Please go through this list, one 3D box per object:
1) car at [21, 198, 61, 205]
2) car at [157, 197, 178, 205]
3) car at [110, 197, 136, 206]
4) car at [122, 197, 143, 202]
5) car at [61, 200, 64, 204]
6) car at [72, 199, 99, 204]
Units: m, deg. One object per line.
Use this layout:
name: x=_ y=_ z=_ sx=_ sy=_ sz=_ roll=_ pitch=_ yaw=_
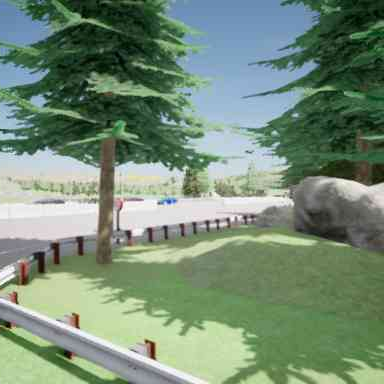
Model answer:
car: x=-21.463 y=1.851 z=46.819 sx=1.895 sy=1.301 sz=4.718 roll=0 pitch=0 yaw=36
car: x=-4.722 y=1.765 z=63.901 sx=1.882 sy=1.535 sz=5.008 roll=0 pitch=0 yaw=36
car: x=-13.217 y=1.731 z=64.121 sx=1.882 sy=1.535 sz=5.008 roll=0 pitch=1 yaw=37
car: x=-11.144 y=1.727 z=61.048 sx=1.882 sy=1.535 sz=5.008 roll=0 pitch=0 yaw=36
car: x=-22.295 y=1.747 z=51.614 sx=2.128 sy=1.511 sz=4.902 roll=0 pitch=0 yaw=36
car: x=-15.440 y=1.793 z=49.173 sx=2.033 sy=1.411 sz=5.357 roll=0 pitch=0 yaw=36
